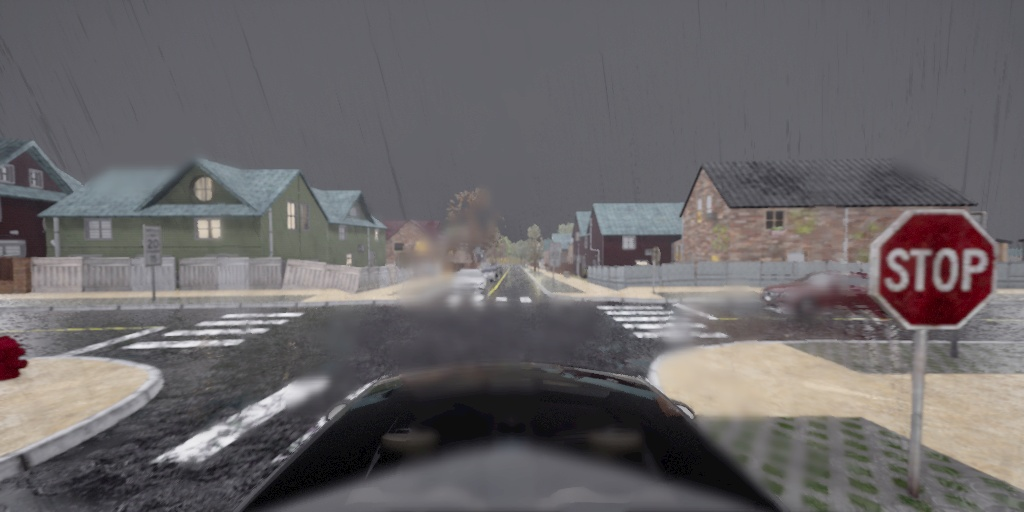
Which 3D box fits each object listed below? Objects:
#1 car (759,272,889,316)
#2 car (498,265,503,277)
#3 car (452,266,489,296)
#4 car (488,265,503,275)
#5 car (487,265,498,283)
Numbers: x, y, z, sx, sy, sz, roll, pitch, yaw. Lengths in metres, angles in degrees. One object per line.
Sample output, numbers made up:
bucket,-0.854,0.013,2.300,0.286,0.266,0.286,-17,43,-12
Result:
car,11.777,1.311,13.150,4.674,1.442,1.812,0,2,3
car,-2.504,1.814,42.847,2.033,1.411,5.357,0,-1,0
car,-2.467,1.507,21.365,1.812,1.442,4.674,0,-1,-3
car,-2.382,1.972,52.839,1.994,1.385,4.181,0,-1,1
car,-2.587,1.730,32.792,1.895,1.301,4.718,0,-1,1
